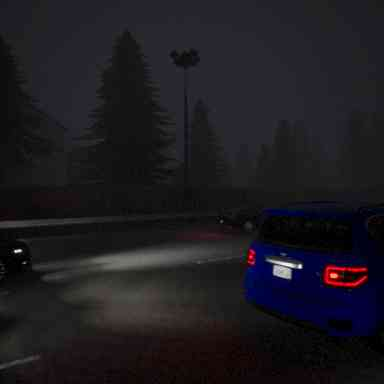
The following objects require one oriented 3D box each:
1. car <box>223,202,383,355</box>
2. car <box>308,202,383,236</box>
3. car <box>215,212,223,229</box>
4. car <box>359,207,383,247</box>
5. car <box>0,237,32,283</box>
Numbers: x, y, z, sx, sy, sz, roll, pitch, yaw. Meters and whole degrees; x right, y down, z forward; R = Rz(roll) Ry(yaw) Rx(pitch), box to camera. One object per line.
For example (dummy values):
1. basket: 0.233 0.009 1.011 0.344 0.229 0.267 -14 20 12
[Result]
1. car: 3.442 1.198 6.200 5.566 2.045 2.150 0 0 -35
2. car: 8.939 1.423 18.718 4.902 1.511 2.128 0 0 -35
3. car: 3.594 1.425 19.206 5.008 1.535 1.882 0 0 -36
4. car: 9.679 1.443 14.948 4.892 1.490 1.837 0 0 -35
5. car: -6.464 1.495 7.734 4.902 1.511 2.128 0 0 -35
